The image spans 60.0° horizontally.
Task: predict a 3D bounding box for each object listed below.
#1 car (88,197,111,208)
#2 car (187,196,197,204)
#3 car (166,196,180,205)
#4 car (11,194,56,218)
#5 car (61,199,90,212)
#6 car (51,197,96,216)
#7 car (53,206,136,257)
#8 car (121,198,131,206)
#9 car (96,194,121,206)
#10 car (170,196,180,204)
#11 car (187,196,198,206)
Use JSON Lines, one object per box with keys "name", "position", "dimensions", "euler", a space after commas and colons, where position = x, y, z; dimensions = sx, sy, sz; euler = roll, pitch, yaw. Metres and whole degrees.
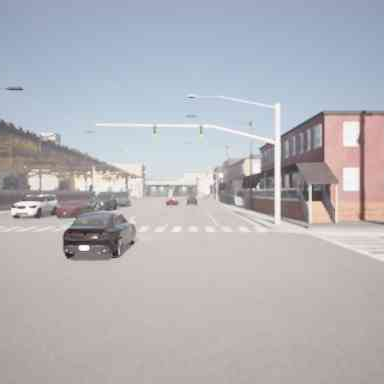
{"name": "car", "position": [-13.994, 1.527, 50.564], "dimensions": [2.128, 1.511, 4.902], "euler": [0, 0, 0]}
{"name": "car", "position": [0.007, 1.525, 67.815], "dimensions": [1.882, 1.535, 5.008], "euler": [0, 0, 0]}
{"name": "car", "position": [-3.494, 1.641, 57.660], "dimensions": [1.895, 1.301, 4.718], "euler": [0, 0, 0]}
{"name": "car", "position": [-14.084, 1.242, 30.238], "dimensions": [2.150, 2.045, 5.566], "euler": [0, 0, 0]}
{"name": "car", "position": [-14.021, 1.592, 40.252], "dimensions": [1.994, 1.385, 4.181], "euler": [0, 0, 0]}
{"name": "car", "position": [-10.584, 1.499, 30.116], "dimensions": [1.882, 1.535, 5.008], "euler": [0, 0, 0]}
{"name": "car", "position": [-3.397, 1.514, 12.896], "dimensions": [1.837, 1.490, 4.892], "euler": [0, 0, 0]}
{"name": "car", "position": [-10.494, 1.583, 50.691], "dimensions": [2.033, 1.411, 5.357], "euler": [0, 0, 0]}
{"name": "car", "position": [-10.527, 1.249, 40.000], "dimensions": [2.150, 2.045, 5.566], "euler": [0, 0, 0]}
{"name": "car", "position": [-3.493, 1.572, 67.756], "dimensions": [1.812, 1.442, 4.674], "euler": [0, 0, 0]}
{"name": "car", "position": [0.009, 1.542, 57.517], "dimensions": [1.837, 1.490, 4.892], "euler": [0, 0, 0]}
